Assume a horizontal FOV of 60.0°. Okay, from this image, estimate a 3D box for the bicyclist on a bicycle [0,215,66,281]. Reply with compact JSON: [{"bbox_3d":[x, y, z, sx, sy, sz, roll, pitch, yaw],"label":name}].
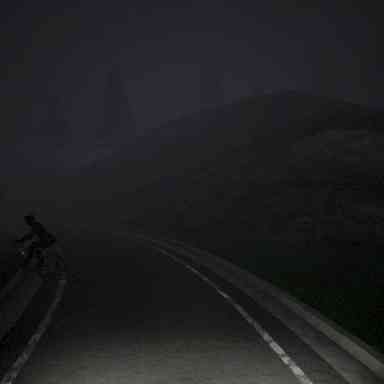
[{"bbox_3d":[-3.967,1.409,8.314,1.656,1.620,0.582,7,-2,-19],"label":"bicyclist on a bicycle"}]
